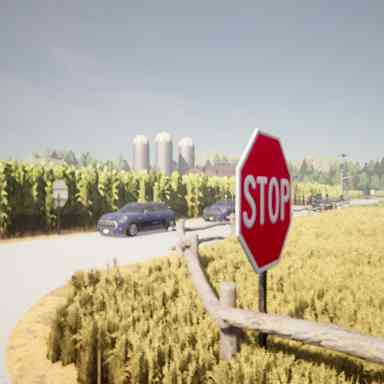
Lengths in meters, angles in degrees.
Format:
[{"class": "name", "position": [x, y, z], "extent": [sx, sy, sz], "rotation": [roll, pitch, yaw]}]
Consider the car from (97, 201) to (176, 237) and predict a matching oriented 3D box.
[{"class": "car", "position": [-2.919, 1.341, 18.139], "extent": [2.097, 1.767, 4.553], "rotation": [0, 0, 35]}]

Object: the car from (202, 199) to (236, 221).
[{"class": "car", "position": [2.725, 1.341, 26.071], "extent": [2.097, 1.767, 4.553], "rotation": [0, 0, 36]}]

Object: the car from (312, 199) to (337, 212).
[{"class": "car", "position": [15.064, 1.483, 37.767], "extent": [2.128, 1.511, 4.902], "rotation": [0, 0, 35]}]
